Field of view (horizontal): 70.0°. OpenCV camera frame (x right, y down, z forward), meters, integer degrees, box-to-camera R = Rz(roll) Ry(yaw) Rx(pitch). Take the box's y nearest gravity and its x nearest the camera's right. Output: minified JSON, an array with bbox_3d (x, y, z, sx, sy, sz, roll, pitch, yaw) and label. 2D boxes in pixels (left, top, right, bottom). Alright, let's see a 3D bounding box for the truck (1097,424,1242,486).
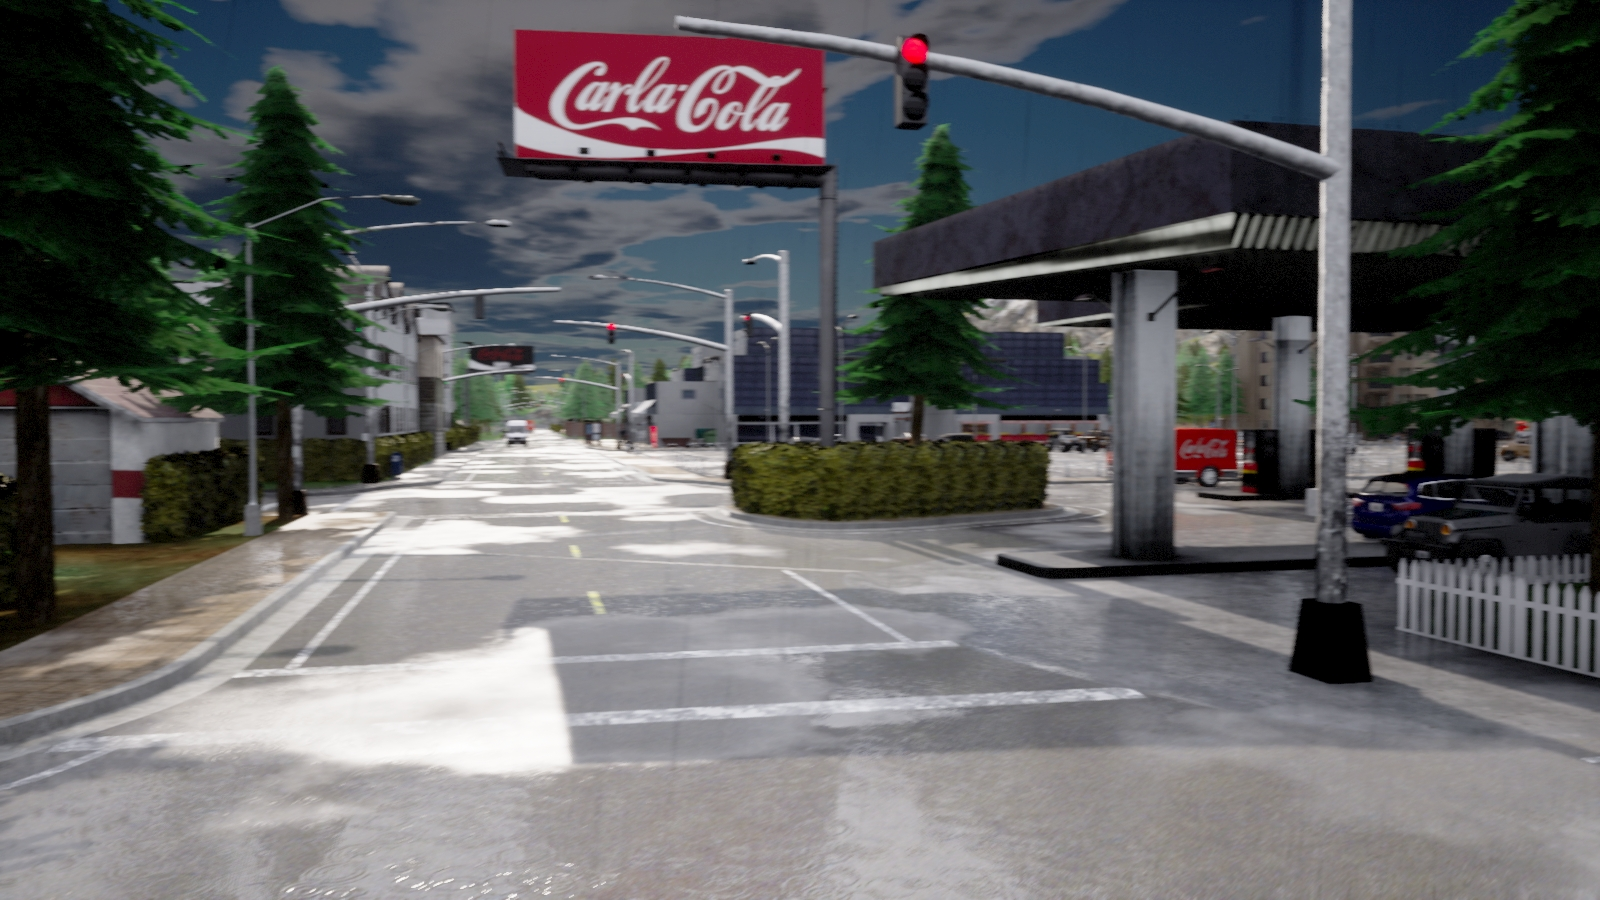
[{"bbox_3d":[15.595,0.161,48.375,5.204,2.467,2.627,0,2,-13],"label":"truck"}]
